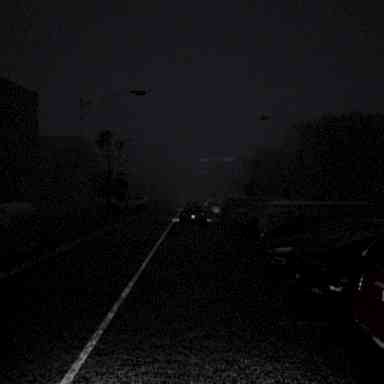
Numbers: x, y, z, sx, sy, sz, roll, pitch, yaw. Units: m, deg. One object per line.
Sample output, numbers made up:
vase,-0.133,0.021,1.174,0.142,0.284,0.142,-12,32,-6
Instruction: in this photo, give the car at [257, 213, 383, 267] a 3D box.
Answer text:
car,4.654,1.520,9.802,4.892,1.521,2.231,0,0,0

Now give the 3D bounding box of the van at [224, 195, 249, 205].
van,4.760,1.346,23.770,4.442,1.987,1.878,0,0,0

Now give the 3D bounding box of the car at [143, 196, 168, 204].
car,-7.707,1.725,70.856,5.008,1.535,2.097,0,0,0

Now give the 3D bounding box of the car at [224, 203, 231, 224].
car,4.642,1.601,20.975,4.674,1.452,2.002,0,0,0

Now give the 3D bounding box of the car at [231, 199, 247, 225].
car,4.676,1.425,18.184,4.553,1.767,2.185,0,0,0

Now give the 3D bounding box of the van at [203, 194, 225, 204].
van,4.513,1.512,68.465,4.442,1.987,1.878,0,0,0

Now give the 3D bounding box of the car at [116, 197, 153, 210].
car,-7.662,1.525,44.390,4.553,1.767,2.185,0,0,0

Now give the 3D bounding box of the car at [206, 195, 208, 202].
car,4.668,1.533,46.244,4.553,1.767,2.185,0,0,0

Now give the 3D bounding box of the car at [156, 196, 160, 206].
car,-7.692,1.714,50.391,4.674,1.452,2.002,0,0,0

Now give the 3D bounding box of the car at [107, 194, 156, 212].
car,-7.720,1.388,41.578,5.566,2.045,2.435,0,0,0

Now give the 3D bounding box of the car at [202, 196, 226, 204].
car,4.622,1.723,71.274,4.892,1.521,2.231,0,1,0

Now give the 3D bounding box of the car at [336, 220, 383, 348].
car,4.618,1.371,4.216,4.553,1.767,2.185,0,0,0

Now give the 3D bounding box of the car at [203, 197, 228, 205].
car,4.637,1.734,65.671,4.892,1.521,2.231,0,0,0

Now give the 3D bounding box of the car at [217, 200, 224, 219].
car,4.671,1.612,26.565,4.792,1.488,2.163,0,0,0

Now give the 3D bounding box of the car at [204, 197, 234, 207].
car,4.639,1.702,57.292,4.892,1.521,2.231,0,0,0

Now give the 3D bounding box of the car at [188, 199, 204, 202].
car,0.088,1.726,41.995,1.994,1.385,4.181,0,0,0

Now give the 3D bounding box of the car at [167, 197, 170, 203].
car,-7.514,1.727,65.084,5.366,1.575,1.946,0,0,0

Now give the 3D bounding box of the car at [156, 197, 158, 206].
car,-7.691,1.702,47.328,4.674,1.452,2.002,0,0,0

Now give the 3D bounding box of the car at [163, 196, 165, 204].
car,-7.704,1.708,59.081,4.892,1.521,2.231,0,0,0

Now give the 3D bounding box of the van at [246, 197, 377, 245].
van,4.531,1.303,12.596,4.442,1.987,1.878,0,0,0

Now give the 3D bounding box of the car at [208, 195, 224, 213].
car,4.669,1.353,32.152,5.566,2.045,2.435,0,0,0

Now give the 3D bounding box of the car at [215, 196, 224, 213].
car,4.611,1.468,29.357,4.553,1.767,2.185,0,0,0

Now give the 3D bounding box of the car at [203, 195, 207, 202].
car,4.606,1.428,51.706,5.566,2.045,2.435,0,0,0

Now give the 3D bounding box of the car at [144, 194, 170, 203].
car,-7.674,1.437,73.798,5.566,2.045,2.435,0,1,0

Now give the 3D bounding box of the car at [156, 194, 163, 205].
car,-7.728,1.571,56.269,4.553,1.767,2.185,0,0,0

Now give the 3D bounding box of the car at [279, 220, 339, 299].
car,4.643,1.509,7.007,4.892,1.521,2.231,0,0,0

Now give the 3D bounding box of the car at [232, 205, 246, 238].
car,4.641,1.540,15.513,5.008,1.535,2.097,0,0,0

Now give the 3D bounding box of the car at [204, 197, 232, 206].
car,4.626,1.713,60.211,4.892,1.521,2.231,0,0,0

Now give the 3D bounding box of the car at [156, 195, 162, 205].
car,-7.725,1.714,53.330,4.792,1.488,2.163,0,0,0

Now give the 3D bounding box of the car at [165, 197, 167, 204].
car,-7.884,1.716,62.144,5.366,1.575,1.946,0,0,0

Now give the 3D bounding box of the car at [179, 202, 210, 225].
car,0.090,1.660,24.680,1.994,1.385,4.181,0,0,0

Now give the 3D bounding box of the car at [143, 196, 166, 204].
car,-7.670,1.611,68.026,4.553,1.767,2.185,0,0,0
